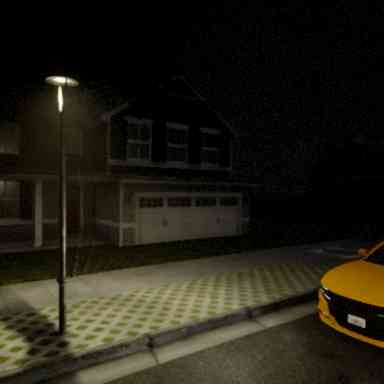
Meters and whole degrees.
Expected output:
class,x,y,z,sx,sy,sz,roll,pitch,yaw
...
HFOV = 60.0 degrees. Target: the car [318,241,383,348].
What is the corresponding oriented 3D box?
class,x,y,z,sx,sy,sz,roll,pitch,yaw
car,4.339,1.475,5.930,5.008,1.535,1.882,-1,0,-33
